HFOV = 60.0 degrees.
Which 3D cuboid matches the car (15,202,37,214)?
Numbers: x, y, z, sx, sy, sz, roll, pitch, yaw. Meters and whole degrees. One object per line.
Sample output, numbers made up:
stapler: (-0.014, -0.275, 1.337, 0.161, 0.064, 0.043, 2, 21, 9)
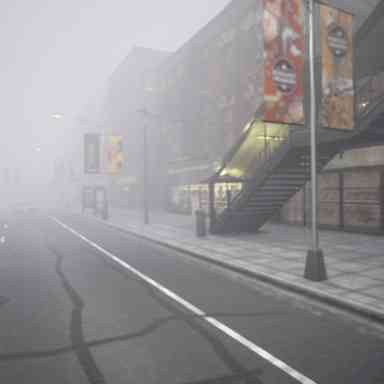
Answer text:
car: (-19.047, 1.795, 38.093, 1.895, 1.301, 4.718, -1, 0, -31)
